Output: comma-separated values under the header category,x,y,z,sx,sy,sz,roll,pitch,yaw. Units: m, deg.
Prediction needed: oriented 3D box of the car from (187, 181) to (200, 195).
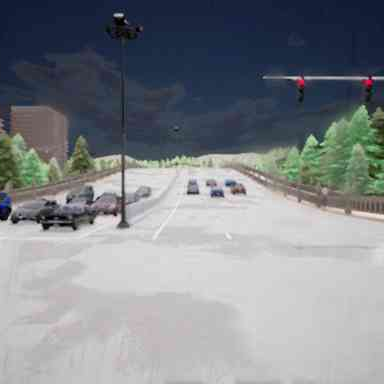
category,x,y,z,sx,sy,sz,roll,pitch,yaw
car,0.176,-0.429,52.080,1.994,1.385,4.181,0,7,0

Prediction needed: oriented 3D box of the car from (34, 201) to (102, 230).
category,x,y,z,sx,sy,sz,roll,pitch,yaw
car,-7.097,1.422,19.608,1.895,1.301,4.718,0,1,0

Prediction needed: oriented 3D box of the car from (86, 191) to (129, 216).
category,x,y,z,sx,sy,sz,roll,pitch,yaw
car,-7.090,1.072,28.415,2.097,1.767,4.553,0,1,0

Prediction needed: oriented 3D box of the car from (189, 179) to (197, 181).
category,x,y,z,sx,sy,sz,roll,pitch,yaw
car,0.129,-1.766,62.002,2.033,1.411,5.357,0,8,0

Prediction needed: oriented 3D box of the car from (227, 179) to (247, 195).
category,x,y,z,sx,sy,sz,roll,pitch,yaw
car,7.176,-0.620,51.848,2.097,1.767,4.553,0,7,0

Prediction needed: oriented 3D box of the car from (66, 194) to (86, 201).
category,x,y,z,sx,sy,sz,roll,pitch,yaw
car,-10.590,1.183,31.851,1.994,1.385,4.181,0,2,-1

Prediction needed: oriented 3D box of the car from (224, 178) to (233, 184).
category,x,y,z,sx,sy,sz,roll,pitch,yaw
car,7.129,-1.835,61.955,1.882,1.535,5.008,0,8,0

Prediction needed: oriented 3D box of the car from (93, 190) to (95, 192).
category,x,y,z,sx,sy,sz,roll,pitch,yaw
car,-10.540,0.626,42.060,1.895,1.301,4.718,0,5,1

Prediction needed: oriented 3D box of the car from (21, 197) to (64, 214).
category,x,y,z,sx,sy,sz,roll,pitch,yaw
car,-14.082,1.227,31.654,1.895,1.301,4.718,0,2,0

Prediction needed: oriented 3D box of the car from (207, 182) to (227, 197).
category,x,y,z,sx,sy,sz,roll,pitch,yaw
car,3.661,-0.168,49.054,1.882,1.535,5.008,0,6,0

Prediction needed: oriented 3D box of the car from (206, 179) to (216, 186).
category,x,y,z,sx,sy,sz,roll,pitch,yaw
car,3.631,-1.783,62.238,1.994,1.385,4.181,0,8,0

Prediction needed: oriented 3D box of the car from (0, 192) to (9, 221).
category,x,y,z,sx,sy,sz,roll,pitch,yaw
car,-14.097,1.023,21.898,2.150,2.045,5.566,0,1,0

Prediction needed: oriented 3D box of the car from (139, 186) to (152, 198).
category,x,y,z,sx,sy,sz,roll,pitch,yaw
car,-6.984,-0.097,48.583,2.128,1.511,4.902,0,6,1

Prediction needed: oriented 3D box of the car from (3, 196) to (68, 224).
category,x,y,z,sx,sy,sz,roll,pitch,yaw
car,-10.587,1.294,22.957,1.837,1.490,4.892,0,1,0

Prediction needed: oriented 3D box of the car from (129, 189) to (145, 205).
category,x,y,z,sx,sy,sz,roll,pitch,yaw
car,-7.078,0.816,37.832,2.128,1.511,4.902,0,3,0

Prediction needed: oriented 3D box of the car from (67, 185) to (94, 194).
category,x,y,z,sx,sy,sz,roll,pitch,yaw
car,-14.043,0.229,42.270,2.150,2.045,5.566,0,5,1
